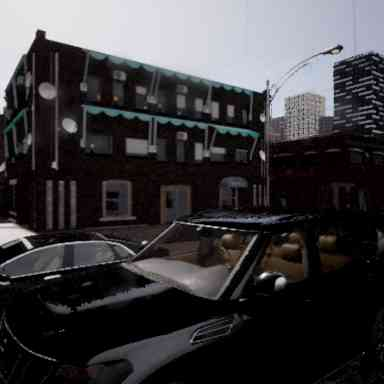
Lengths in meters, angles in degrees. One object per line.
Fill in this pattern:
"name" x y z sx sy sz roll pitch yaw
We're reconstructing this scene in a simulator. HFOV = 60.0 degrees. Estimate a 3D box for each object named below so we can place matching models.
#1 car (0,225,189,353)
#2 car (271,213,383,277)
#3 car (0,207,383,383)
"car" -2.594 1.517 5.836 4.892 1.490 1.837 1 0 -35
"car" 5.111 1.585 11.321 5.008 1.535 1.882 1 0 -35
"car" 0.662 1.250 4.175 5.566 2.045 2.150 1 0 -37
